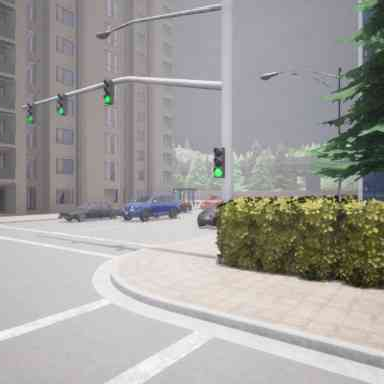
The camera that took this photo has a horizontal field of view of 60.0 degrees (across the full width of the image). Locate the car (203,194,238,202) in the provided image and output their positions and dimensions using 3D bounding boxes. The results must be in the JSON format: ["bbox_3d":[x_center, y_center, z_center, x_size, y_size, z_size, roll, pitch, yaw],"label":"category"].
[{"bbox_3d":[3.109,1.221,35.563,2.150,2.045,5.566,0,0,36],"label":"car"}]

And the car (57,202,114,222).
[{"bbox_3d":[-7.859,1.547,26.545,2.033,1.411,5.357,0,0,36],"label":"car"}]

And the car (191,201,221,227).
[{"bbox_3d":[2.125,1.564,22.067,1.994,1.385,4.181,0,0,36],"label":"car"}]

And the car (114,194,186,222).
[{"bbox_3d":[-3.237,1.221,26.930,2.150,2.045,5.566,0,0,36],"label":"car"}]

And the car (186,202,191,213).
[{"bbox_3d":[-2.053,1.478,34.453,1.882,1.535,5.008,0,0,36],"label":"car"}]
